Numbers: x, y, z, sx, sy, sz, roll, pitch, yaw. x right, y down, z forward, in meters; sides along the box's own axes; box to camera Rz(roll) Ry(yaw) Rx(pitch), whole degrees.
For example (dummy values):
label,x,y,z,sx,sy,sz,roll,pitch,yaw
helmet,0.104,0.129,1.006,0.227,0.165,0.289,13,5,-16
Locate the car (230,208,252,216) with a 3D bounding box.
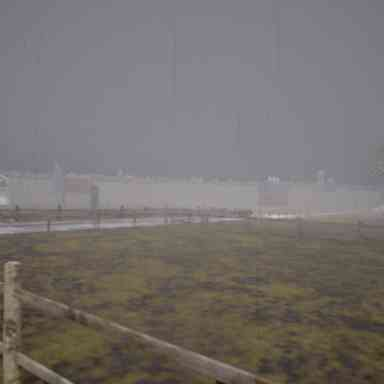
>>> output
label,x,y,z,sx,sy,sz,roll,pitch,yaw
car,7.984,3.293,54.229,1.895,1.301,4.718,2,-1,35
